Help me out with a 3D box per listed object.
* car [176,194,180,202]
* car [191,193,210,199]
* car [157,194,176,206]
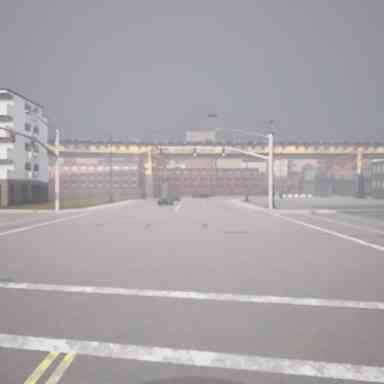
[{"bbox_3d":[-3.375,1.069,61.574,1.994,1.385,4.181,0,0,3],"label":"car"},{"bbox_3d":[1.974,0.825,76.118,2.033,1.411,5.357,0,1,39],"label":"car"},{"bbox_3d":[-3.584,1.200,45.201,1.994,1.385,4.181,0,1,0],"label":"car"}]
